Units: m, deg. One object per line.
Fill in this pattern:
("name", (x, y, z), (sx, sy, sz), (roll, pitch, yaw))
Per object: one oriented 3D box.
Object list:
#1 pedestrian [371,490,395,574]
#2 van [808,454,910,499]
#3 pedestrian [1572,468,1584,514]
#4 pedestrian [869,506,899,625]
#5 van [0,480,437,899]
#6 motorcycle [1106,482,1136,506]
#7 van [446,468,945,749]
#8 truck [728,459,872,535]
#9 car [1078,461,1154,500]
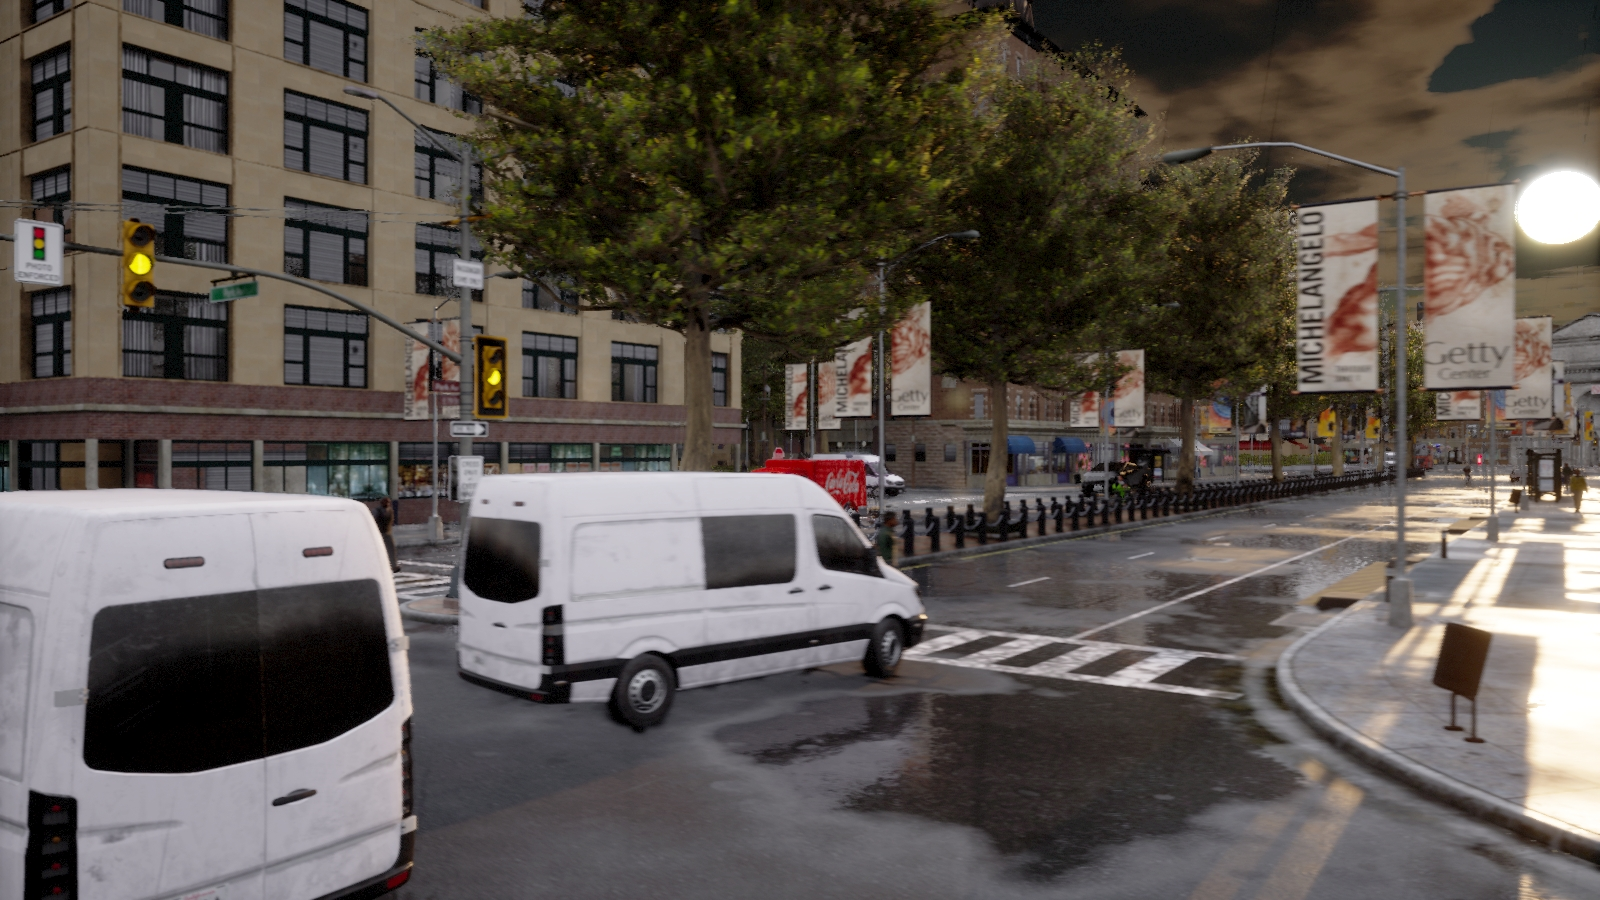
("pedestrian", (-9.443, 1.851, 25.860), (0.375, 1.860, 0.375), (0, 0, 40))
("van", (3.508, 1.537, 68.679), (5.915, 2.561, 1.988), (0, 0, 35))
("pedestrian", (32.075, 1.697, 47.104), (0.375, 1.860, 0.375), (0, 0, 36))
("pedestrian", (1.357, 1.850, 18.404), (0.375, 1.860, 0.375), (0, 0, 24))
("van", (-5.039, 1.535, 7.328), (5.915, 2.561, 1.988), (0, 0, 35))
("motorcycle", (16.225, 2.215, 57.738), (0.803, 1.145, 2.033), (0, 0, 35))
("van", (-0.952, 1.535, 13.522), (5.915, 2.561, 1.988), (0, 0, -43))
("truck", (0.075, 1.570, 40.627), (2.627, 2.467, 5.204), (0, 0, 35))
("car", (18.691, 1.756, 67.424), (2.390, 2.098, 6.274), (0, 0, 35))
